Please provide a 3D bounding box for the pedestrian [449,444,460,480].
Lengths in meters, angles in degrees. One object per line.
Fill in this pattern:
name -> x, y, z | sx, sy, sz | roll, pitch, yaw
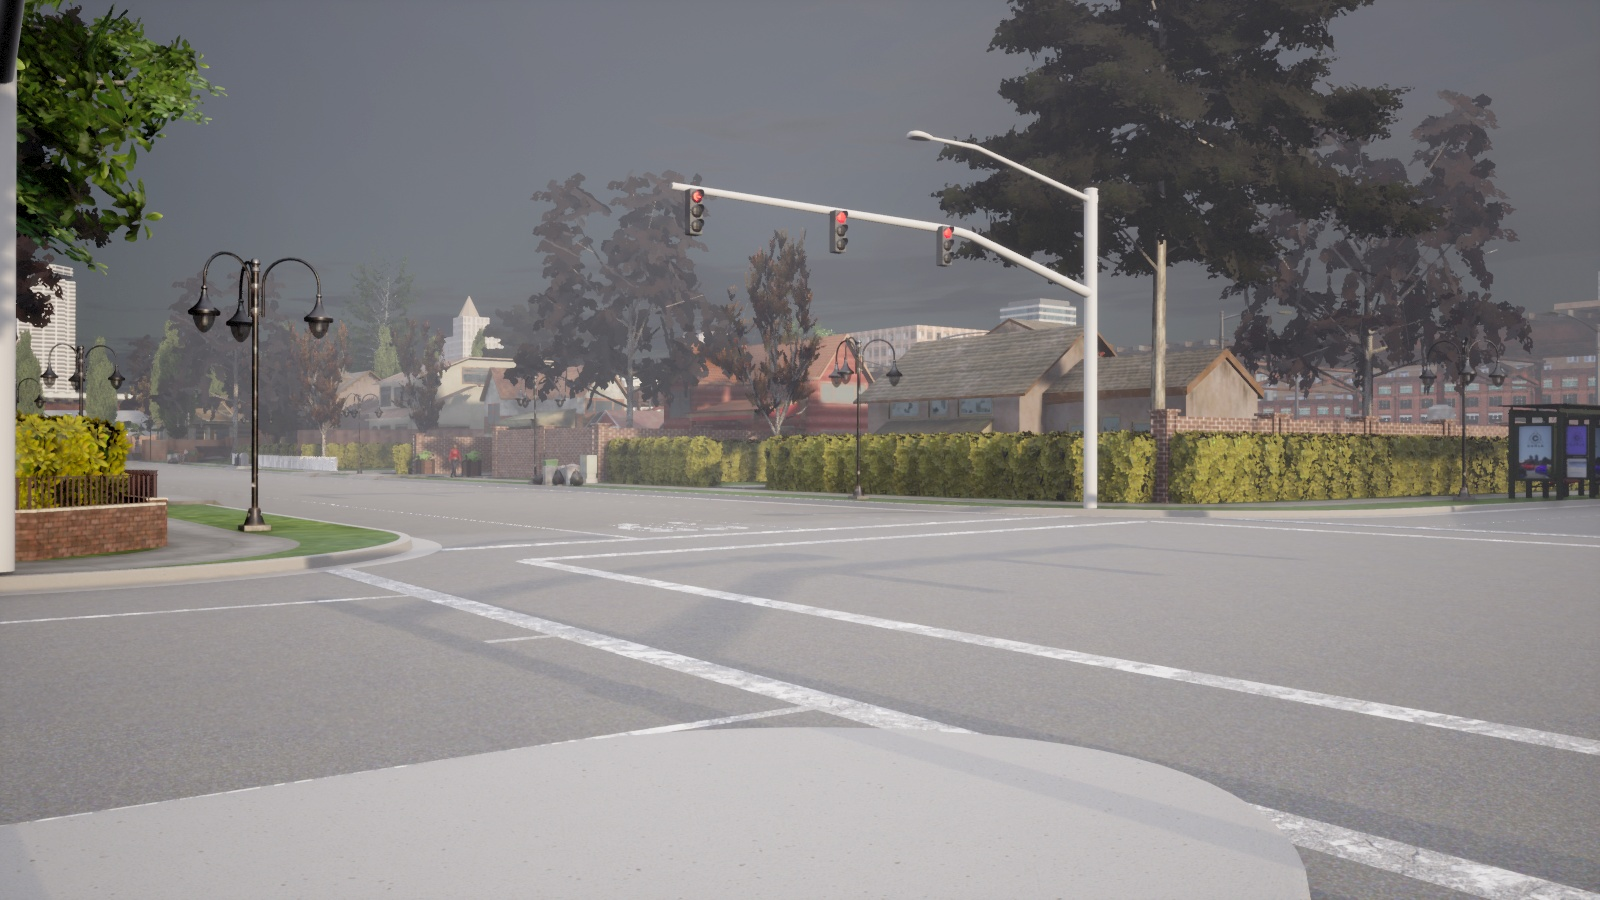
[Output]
pedestrian -> -17.901, 0.603, 65.032 | 0.331, 1.846, 0.636 | 0, 0, -36
